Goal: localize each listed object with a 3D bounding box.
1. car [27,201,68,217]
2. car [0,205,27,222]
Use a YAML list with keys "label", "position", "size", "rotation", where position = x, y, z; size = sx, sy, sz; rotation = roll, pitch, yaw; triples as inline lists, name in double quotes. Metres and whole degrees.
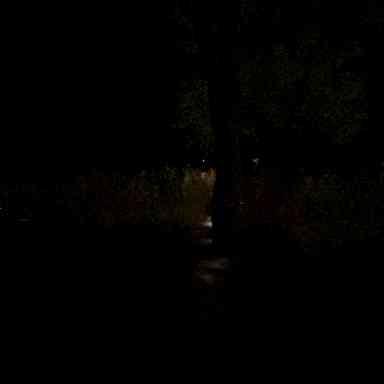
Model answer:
- label: "car"
  position: [-14.568, 1.599, 32.667]
  size: [2.128, 1.511, 4.902]
  rotation: [0, 0, 41]
- label: "car"
  position: [-15.398, 1.625, 25.498]
  size: [1.994, 1.385, 4.181]
  rotation: [0, -1, 33]
